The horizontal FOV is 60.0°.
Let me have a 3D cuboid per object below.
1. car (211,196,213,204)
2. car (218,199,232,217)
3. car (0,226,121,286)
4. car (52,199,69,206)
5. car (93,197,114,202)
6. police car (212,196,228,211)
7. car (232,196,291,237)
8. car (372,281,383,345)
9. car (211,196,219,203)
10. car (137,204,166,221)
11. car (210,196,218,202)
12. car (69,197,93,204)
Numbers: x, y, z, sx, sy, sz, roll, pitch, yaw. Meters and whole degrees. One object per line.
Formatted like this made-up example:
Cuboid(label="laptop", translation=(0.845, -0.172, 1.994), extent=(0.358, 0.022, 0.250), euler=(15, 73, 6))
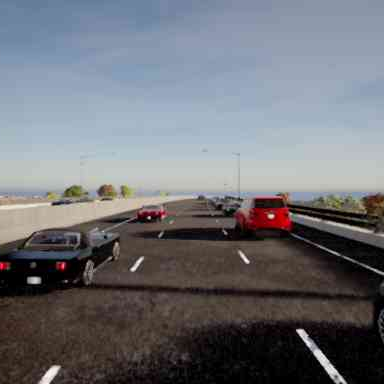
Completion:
Cuboid(label="car", translation=(4.354, 1.636, 53.345), extent=(1.812, 1.442, 4.674), euler=(0, 0, 2))
Cuboid(label="car", translation=(3.804, 1.640, 31.537), extent=(1.895, 1.301, 4.718), euler=(0, 0, 1))
Cuboid(label="car", translation=(-3.364, 1.610, 9.349), extent=(1.895, 1.301, 4.718), euler=(0, 0, 0))
Cuboid(label="car", translation=(-20.241, 1.697, 52.386), extent=(1.895, 1.301, 4.718), euler=(0, 0, 2))
Cuboid(label="car", translation=(-13.266, 1.601, 51.738), extent=(1.837, 1.490, 4.892), euler=(0, 0, 2))
Cuboid(label="police car", translation=(4.044, 1.573, 42.428), extent=(2.038, 1.542, 4.974), euler=(0, 0, 1))
Cuboid(label="car", translation=(3.711, 1.241, 18.217), extent=(2.150, 2.045, 5.566), euler=(0, 0, 0))
Cuboid(label="car", translation=(3.611, 1.493, 3.068), extent=(2.128, 1.511, 4.902), euler=(0, 0, 0))
Cuboid(label="car", translation=(5.182, 1.740, 75.175), extent=(1.812, 1.442, 4.674), euler=(0, 0, 3))
Cuboid(label="car", translation=(-3.167, 1.631, 27.111), extent=(1.895, 1.301, 4.718), euler=(0, 0, 1))
Cuboid(label="car", translation=(5.699, 1.822, 86.085), extent=(2.033, 1.411, 5.357), euler=(0, 0, 3))
Cuboid(label="car", translation=(-16.762, 1.587, 51.859), extent=(2.128, 1.511, 4.902), euler=(0, 0, 2))
